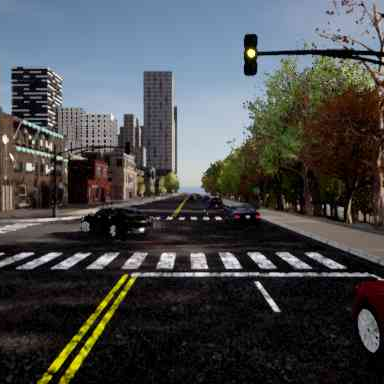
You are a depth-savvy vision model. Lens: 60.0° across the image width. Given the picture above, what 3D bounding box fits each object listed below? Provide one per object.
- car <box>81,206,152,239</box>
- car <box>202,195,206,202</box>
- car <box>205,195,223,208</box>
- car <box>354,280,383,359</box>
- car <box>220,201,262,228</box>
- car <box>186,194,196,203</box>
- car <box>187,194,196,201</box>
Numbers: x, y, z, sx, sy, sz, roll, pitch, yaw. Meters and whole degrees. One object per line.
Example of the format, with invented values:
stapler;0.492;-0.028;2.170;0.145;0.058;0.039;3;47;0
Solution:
car;-4.030;1.496;17.390;1.837;1.490;4.892;3;-2;-44
car;3.120;1.474;71.851;1.812;1.442;4.674;0;0;0
car;3.251;1.474;46.361;1.837;1.490;4.892;0;0;0
car;3.344;1.476;2.966;1.882;1.535;5.008;0;-1;0
car;3.303;1.535;22.255;2.033;1.411;5.357;0;0;0
car;-0.143;1.480;66.011;1.812;1.442;4.674;0;0;0
car;-0.164;1.256;76.013;1.882;1.535;5.008;0;0;0
